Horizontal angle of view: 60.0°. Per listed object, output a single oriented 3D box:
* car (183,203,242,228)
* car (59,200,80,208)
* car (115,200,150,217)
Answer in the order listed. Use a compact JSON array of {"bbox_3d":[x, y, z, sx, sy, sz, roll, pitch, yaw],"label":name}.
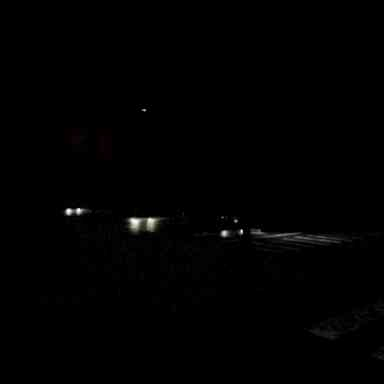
[{"bbox_3d":[1.281,1.543,22.559,2.128,1.511,4.902,0,0,-36],"label":"car"},{"bbox_3d":[-18.467,1.781,50.197,1.895,1.301,4.718,0,0,-36],"label":"car"},{"bbox_3d":[-5.884,1.577,32.529,1.882,1.535,5.008,0,0,-36],"label":"car"}]
